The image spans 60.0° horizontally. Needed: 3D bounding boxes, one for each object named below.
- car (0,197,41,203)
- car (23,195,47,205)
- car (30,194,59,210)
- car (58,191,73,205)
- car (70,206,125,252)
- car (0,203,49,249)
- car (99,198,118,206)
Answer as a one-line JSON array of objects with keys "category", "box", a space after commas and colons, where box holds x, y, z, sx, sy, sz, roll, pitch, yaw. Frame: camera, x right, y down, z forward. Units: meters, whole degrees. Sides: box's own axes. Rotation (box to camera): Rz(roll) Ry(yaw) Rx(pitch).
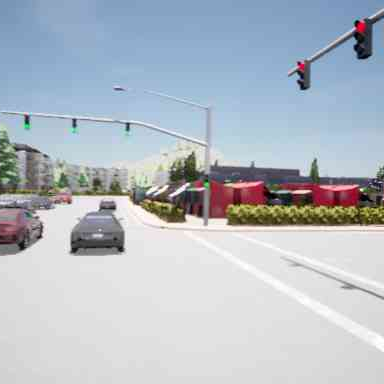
[{"category": "car", "box": [-14.702, 1.349, 28.529, 1.895, 1.301, 4.718, 1, 0, -13]}, {"category": "car", "box": [-23.221, 1.162, 49.425, 2.033, 1.411, 5.357, 1, 0, -13]}, {"category": "car", "box": [-17.003, 1.233, 38.266, 1.837, 1.490, 4.892, 1, 0, -13]}, {"category": "car", "box": [-20.603, 0.911, 53.667, 2.150, 2.045, 5.566, 1, 0, -13]}, {"category": "car", "box": [-3.793, 1.508, 13.708, 1.994, 1.385, 4.181, 1, 0, -13]}, {"category": "car", "box": [-7.320, 1.384, 13.423, 1.812, 1.442, 4.674, 1, 0, -13]}, {"category": "car", "box": [-9.290, 1.402, 36.858, 2.128, 1.511, 4.902, 1, 0, -13]}]
